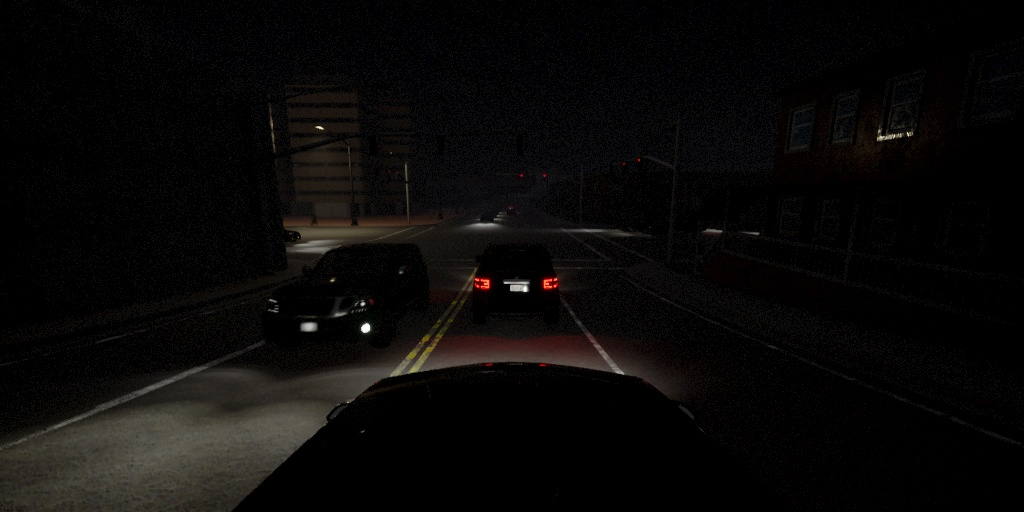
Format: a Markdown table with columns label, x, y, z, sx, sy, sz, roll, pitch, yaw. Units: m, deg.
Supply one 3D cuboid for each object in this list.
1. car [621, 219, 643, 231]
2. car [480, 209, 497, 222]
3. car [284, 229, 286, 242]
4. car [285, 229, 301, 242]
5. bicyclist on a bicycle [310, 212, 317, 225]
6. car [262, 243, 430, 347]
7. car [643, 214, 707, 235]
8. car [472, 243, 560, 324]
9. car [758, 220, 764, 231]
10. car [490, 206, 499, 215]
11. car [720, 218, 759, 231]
| label | x | y | z | sx | sy | sz | roll | pitch | yaw |
| --- | --- | --- | --- | --- | --- | --- | --- | --- | --- |
| car | 14.762 | -3.491 | 40.171 | 4.718 | 1.301 | 1.895 | 0 | 10 | 0 |
| car | -3.716 | -5.874 | 54.102 | 1.895 | 1.301 | 4.718 | 0 | 10 | 0 |
| car | -19.907 | -1.229 | 26.167 | 4.902 | 1.511 | 2.128 | 0 | 10 | 0 |
| car | -20.100 | -1.803 | 29.612 | 4.892 | 1.490 | 1.837 | 0 | 10 | 0 |
| bicyclist on a bicycle | -25.368 | -4.779 | 45.839 | 0.582 | 1.620 | 1.656 | 0 | 10 | 0 |
| car | -3.607 | 0.731 | 9.051 | 2.150 | 2.045 | 5.566 | 0 | 4 | -1 |
| car | 16.884 | -3.273 | 36.645 | 5.566 | 2.045 | 2.150 | 0 | 10 | 0 |
| car | 0.065 | 0.603 | 10.723 | 2.150 | 2.045 | 5.566 | 0 | 4 | -1 |
| car | 28.419 | -2.966 | 36.675 | 4.674 | 1.442 | 1.812 | 0 | 10 | 0 |
| car | -3.711 | -7.442 | 62.849 | 1.812 | 1.442 | 4.674 | 0 | 10 | 0 |
| car | 25.886 | -3.555 | 40.124 | 4.674 | 1.442 | 1.812 | 0 | 10 | 0 |
